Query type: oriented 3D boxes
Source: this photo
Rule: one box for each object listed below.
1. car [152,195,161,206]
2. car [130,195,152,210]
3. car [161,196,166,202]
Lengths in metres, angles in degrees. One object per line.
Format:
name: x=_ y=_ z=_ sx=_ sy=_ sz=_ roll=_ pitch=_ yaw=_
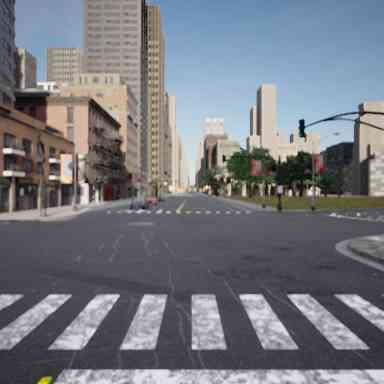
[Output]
car: x=-6.540 y=1.231 z=51.939 sx=2.097 sy=1.767 sz=4.553 roll=0 pitch=0 yaw=0
car: x=-6.579 y=1.434 z=41.920 sx=1.812 sy=1.442 sz=4.674 roll=0 pitch=0 yaw=0
car: x=-6.439 y=1.400 z=67.249 sx=1.994 sy=1.385 sz=4.181 roll=0 pitch=0 yaw=0
